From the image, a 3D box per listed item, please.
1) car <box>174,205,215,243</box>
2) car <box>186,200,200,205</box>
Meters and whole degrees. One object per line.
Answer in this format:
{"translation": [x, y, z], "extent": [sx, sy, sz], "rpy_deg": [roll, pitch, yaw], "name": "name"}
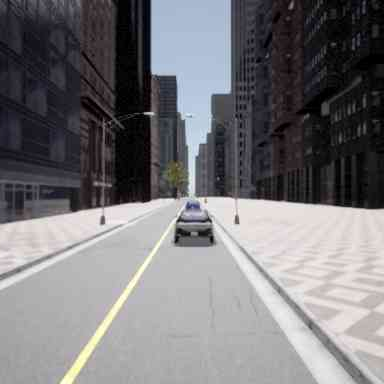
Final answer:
{"translation": [0.105, 1.614, 16.866], "extent": [2.128, 1.511, 4.902], "rpy_deg": [0, 0, 0], "name": "car"}
{"translation": [0.113, 1.791, 43.805], "extent": [1.882, 1.535, 5.008], "rpy_deg": [0, 0, 0], "name": "car"}
